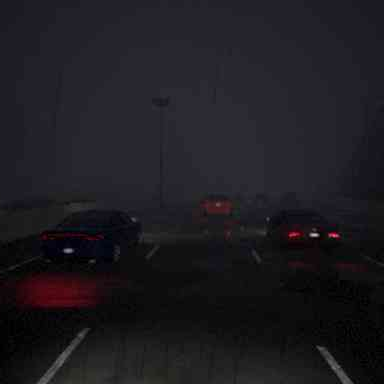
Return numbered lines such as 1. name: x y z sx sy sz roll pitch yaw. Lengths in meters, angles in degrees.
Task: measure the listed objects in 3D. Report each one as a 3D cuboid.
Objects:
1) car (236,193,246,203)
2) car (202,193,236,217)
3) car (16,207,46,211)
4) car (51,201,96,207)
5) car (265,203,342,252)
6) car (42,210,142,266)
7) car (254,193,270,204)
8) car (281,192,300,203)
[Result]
1. car: 6.966 0.848 49.546 1.812 1.442 4.674 0 1 16
2. car: 2.274 0.977 26.969 2.097 1.767 4.553 0 1 8
3. car: -14.929 0.985 31.513 1.882 1.535 5.008 0 1 9
4. car: -11.260 1.107 32.433 1.895 1.301 4.718 0 1 10
5. car: 4.087 1.376 13.000 2.033 1.411 5.357 0 1 5
6. car: -2.999 1.311 11.001 1.882 1.535 5.008 0 1 4
7. car: 9.862 0.875 46.893 1.837 1.490 4.892 0 1 15
8. car: 12.213 0.804 41.497 2.097 1.767 4.553 0 1 13
